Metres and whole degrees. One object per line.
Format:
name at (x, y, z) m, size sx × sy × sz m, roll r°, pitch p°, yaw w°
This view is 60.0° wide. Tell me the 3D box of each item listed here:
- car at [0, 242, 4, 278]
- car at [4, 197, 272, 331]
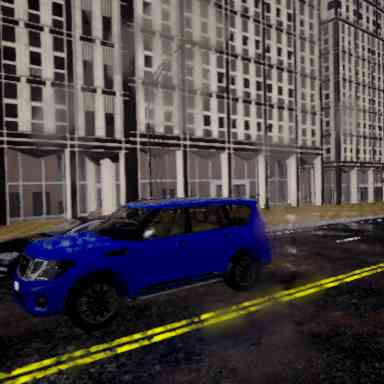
car at (-2.962, 1.450, 9.555) m, size 4.902 × 1.511 × 2.128 m, roll -1°, pitch 1°, yaw -35°
car at (-0.690, 1.173, 7.185) m, size 5.566 × 2.045 × 2.150 m, roll -1°, pitch 1°, yaw -35°
